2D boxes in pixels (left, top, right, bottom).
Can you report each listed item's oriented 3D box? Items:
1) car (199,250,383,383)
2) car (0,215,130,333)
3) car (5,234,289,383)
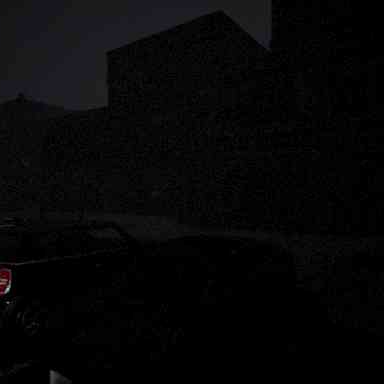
[{"bbox_3d":[2.372,1.480,3.670,2.097,1.535,5.008,0,0,35],"label":"car"},{"bbox_3d":[-2.165,1.353,6.866,2.185,1.767,4.553,0,0,35],"label":"car"},{"bbox_3d":[0.090,1.509,5.255,2.163,1.488,4.792,0,0,35],"label":"car"}]
